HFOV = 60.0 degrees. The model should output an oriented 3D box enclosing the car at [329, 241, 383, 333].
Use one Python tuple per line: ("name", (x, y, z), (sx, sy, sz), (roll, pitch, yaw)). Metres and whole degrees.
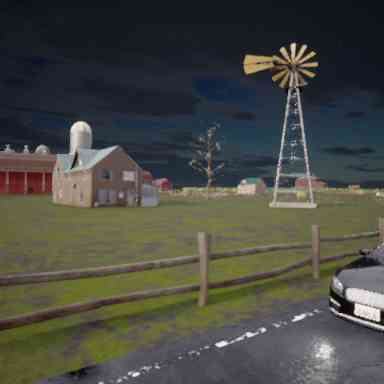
("car", (4.587, 1.529, 6.334), (4.902, 1.511, 2.128), (0, 0, -35))
